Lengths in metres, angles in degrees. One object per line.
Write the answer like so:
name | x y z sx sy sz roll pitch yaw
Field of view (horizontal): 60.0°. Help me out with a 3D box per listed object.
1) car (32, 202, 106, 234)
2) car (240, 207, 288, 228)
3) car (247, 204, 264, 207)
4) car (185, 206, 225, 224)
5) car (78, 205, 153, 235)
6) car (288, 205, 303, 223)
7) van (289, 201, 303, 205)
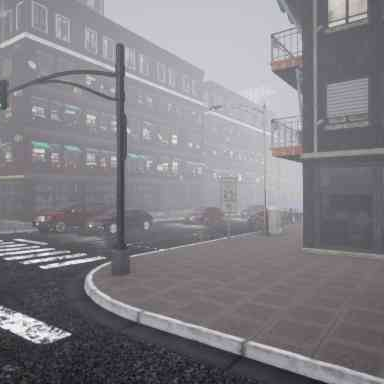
car | -7.647 1.603 21.641 2.192 1.841 5.009 -1 -2 35
car | 5.758 2.048 26.174 1.802 1.307 4.206 -2 -2 35
car | 7.270 2.189 38.280 1.837 1.490 4.892 0 -1 36
car | 1.294 2.020 29.803 1.812 1.442 4.674 0 -1 35
car | -4.561 1.814 21.500 1.837 1.490 4.892 0 -1 35
car | 9.030 2.120 30.824 2.008 1.369 4.403 -2 -2 35
van | 18.527 2.463 58.822 1.690 1.788 3.998 -2 -2 35
